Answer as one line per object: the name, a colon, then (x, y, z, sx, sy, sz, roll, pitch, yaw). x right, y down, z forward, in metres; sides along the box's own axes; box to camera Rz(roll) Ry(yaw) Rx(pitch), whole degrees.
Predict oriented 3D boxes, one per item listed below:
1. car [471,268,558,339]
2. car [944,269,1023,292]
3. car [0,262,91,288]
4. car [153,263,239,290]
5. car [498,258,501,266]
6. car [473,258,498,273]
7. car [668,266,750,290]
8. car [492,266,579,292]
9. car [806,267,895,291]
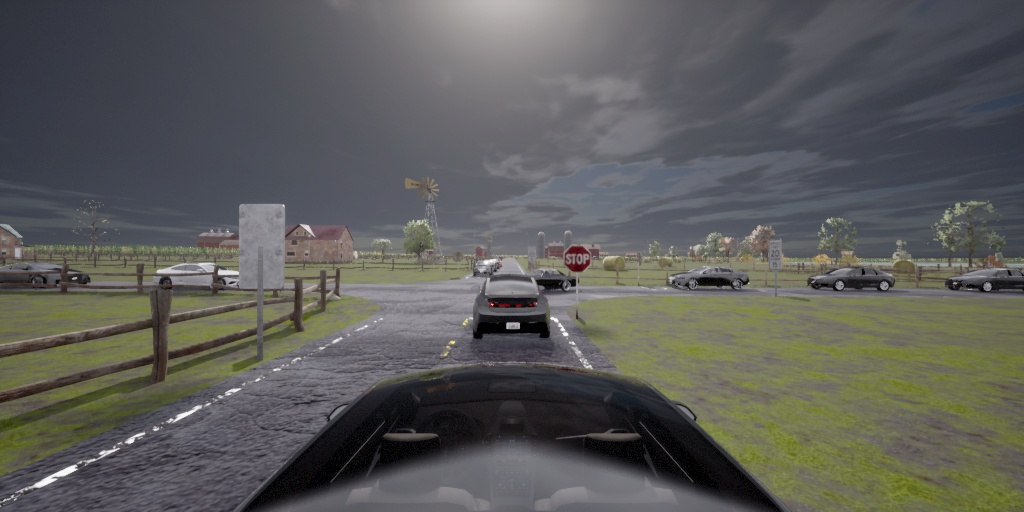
car: (-0.079, 1.256, 10.131, 1.837, 1.490, 4.892, 0, 0, -2)
car: (31.689, 1.587, 23.716, 4.892, 1.490, 1.837, 1, -1, -1)
car: (-26.374, 1.048, 19.950, 4.181, 1.385, 1.994, 1, -1, -1)
car: (-17.255, 1.104, 20.077, 4.674, 1.442, 1.812, 1, -1, -1)
car: (-2.878, 1.241, 46.262, 2.128, 1.511, 4.902, 0, 0, 0)
car: (-2.880, 1.243, 36.816, 2.128, 1.511, 4.902, 0, 0, 0)
car: (12.785, 1.396, 23.413, 4.902, 1.511, 2.128, 1, -1, -2)
car: (1.488, 1.369, 20.178, 4.718, 1.301, 1.895, 1, 0, -35)
car: (22.187, 1.499, 23.589, 4.892, 1.490, 1.837, 1, -1, -1)
